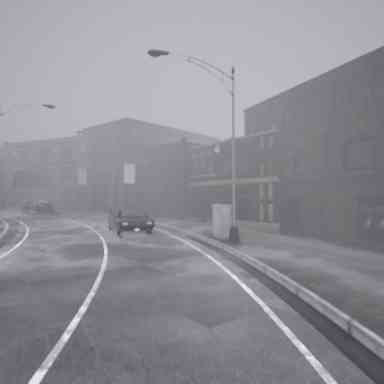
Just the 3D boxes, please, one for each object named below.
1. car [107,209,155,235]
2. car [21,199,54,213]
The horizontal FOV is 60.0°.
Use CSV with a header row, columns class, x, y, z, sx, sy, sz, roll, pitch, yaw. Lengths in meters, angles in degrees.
class,x,y,z,sx,sy,sz,roll,pitch,yaw
car,-3.609,1.610,18.866,1.895,1.301,4.718,0,0,-22
car,-16.930,1.502,36.456,4.674,1.442,1.812,0,-1,40
